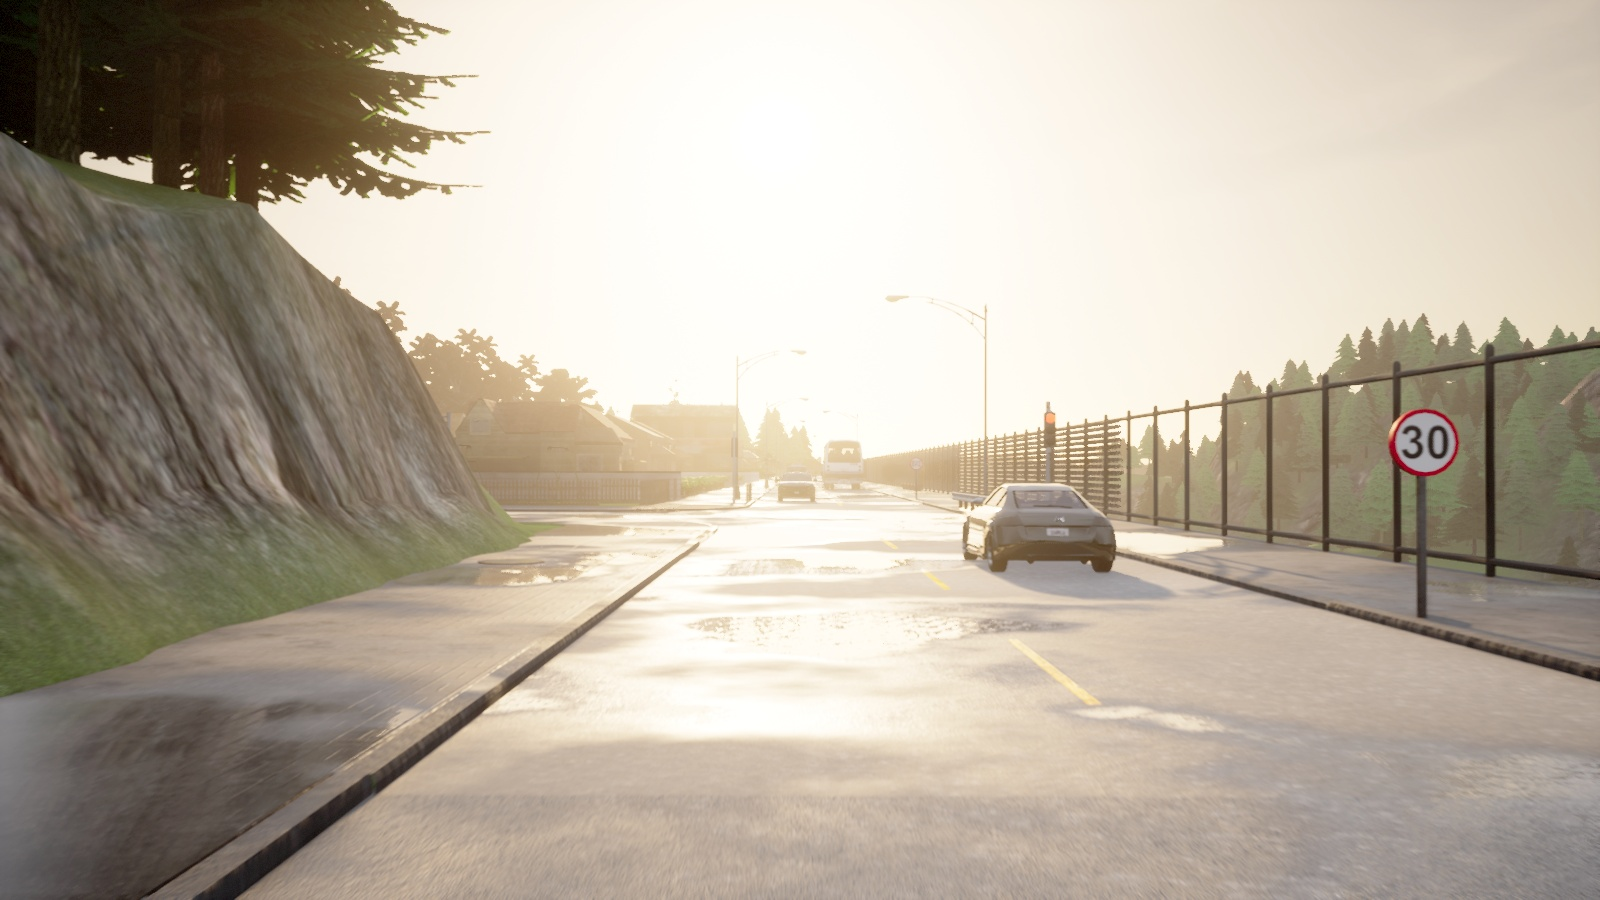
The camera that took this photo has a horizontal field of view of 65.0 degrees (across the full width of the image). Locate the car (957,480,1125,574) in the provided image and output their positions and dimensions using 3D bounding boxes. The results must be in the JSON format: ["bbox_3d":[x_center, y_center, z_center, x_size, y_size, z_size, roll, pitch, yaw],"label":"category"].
[{"bbox_3d":[3.915,1.217,21.137,1.994,1.385,4.181,0,-1,0],"label":"car"}]

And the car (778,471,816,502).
[{"bbox_3d":[-0.158,1.882,65.032,1.882,1.535,5.008,0,-1,0],"label":"car"}]
